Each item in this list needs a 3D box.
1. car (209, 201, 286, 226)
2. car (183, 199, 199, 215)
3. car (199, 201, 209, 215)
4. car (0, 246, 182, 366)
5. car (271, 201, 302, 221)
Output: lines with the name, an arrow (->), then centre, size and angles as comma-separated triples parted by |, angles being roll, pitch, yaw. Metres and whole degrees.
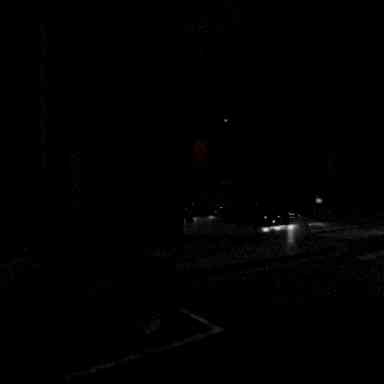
car -> 3.926, 1.578, 24.501 | 2.033, 1.411, 5.357 | 0, 0, -36
car -> -2.098, 1.221, 32.721 | 2.150, 2.045, 5.566 | 0, 0, -36
car -> 1.029, 1.603, 33.951 | 1.895, 1.301, 4.718 | 0, 0, -36
car -> -2.170, 1.568, 4.986 | 4.313, 1.339, 1.947 | 0, 0, -36
car -> 6.505, 1.535, 26.482 | 1.837, 1.490, 4.892 | 0, 0, -36
